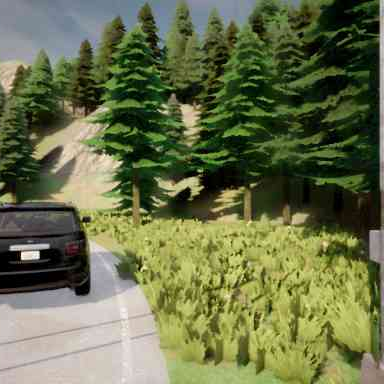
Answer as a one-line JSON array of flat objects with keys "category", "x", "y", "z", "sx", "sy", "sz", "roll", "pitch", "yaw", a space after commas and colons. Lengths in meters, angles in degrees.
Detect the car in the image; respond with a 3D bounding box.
[{"category": "car", "x": -3.807, "y": 1.245, "z": 8.497, "sx": 2.150, "sy": 2.045, "sz": 5.566, "roll": 0, "pitch": 0, "yaw": -20}]
